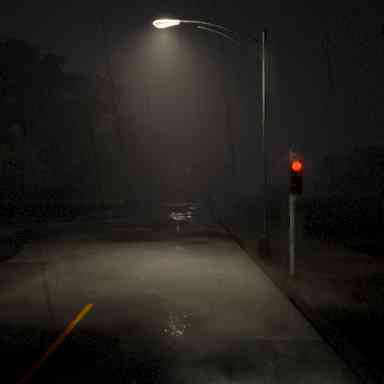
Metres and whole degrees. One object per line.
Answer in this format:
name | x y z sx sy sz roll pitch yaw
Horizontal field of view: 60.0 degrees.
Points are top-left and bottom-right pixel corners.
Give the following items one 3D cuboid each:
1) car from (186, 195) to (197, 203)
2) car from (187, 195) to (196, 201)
car | -0.073 1.525 67.501 1.812 1.442 4.674 0 0 0
car | -0.084 1.427 77.535 1.895 1.301 4.718 0 0 0
